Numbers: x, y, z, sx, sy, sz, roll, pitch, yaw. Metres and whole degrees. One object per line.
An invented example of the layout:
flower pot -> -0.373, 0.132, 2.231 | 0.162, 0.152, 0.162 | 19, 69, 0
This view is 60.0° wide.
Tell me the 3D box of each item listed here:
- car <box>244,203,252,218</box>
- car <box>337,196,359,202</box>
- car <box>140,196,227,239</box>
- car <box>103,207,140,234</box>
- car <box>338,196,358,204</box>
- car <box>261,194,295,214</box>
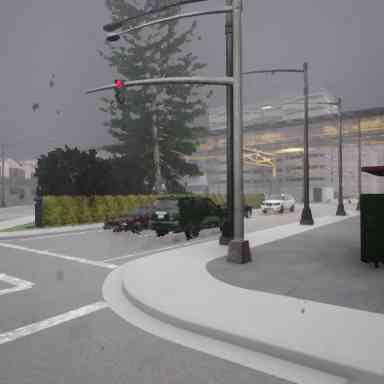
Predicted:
car -> 3.393, 1.534, 28.497 | 1.882, 1.535, 5.008 | -1, 0, 36
car -> 31.951, 1.364, 68.006 | 4.536, 1.218, 1.853 | 0, 0, -29
car -> 0.111, 1.241, 17.686 | 2.150, 2.045, 5.566 | -1, 0, 36
car -> -2.728, 1.602, 20.050 | 2.033, 1.411, 5.357 | -1, 0, 36
car -> 31.907, 1.521, 67.979 | 4.974, 1.542, 2.038 | 0, 0, -29
car -> 9.696, 1.280, 37.161 | 2.150, 2.045, 5.566 | -1, 0, 36
